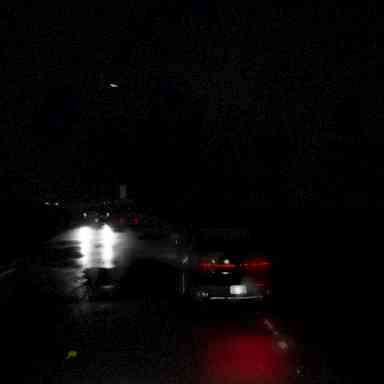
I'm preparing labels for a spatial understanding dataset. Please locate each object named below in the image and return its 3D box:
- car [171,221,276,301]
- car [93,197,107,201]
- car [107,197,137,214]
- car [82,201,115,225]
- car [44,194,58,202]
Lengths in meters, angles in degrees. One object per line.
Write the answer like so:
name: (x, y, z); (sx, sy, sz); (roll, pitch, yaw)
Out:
car: (0.580, 1.503, 8.379); (1.837, 1.490, 4.892); (0, 0, -6)
car: (-11.743, 1.364, 43.865); (2.033, 1.411, 5.357); (1, 0, -31)
car: (-6.983, 1.378, 33.748); (1.882, 1.535, 5.008); (1, 0, -24)
car: (-6.808, 1.528, 23.681); (1.895, 1.301, 4.718); (0, 0, -17)
car: (-26.326, 1.126, 62.034); (1.882, 1.535, 5.008); (1, 0, -31)
